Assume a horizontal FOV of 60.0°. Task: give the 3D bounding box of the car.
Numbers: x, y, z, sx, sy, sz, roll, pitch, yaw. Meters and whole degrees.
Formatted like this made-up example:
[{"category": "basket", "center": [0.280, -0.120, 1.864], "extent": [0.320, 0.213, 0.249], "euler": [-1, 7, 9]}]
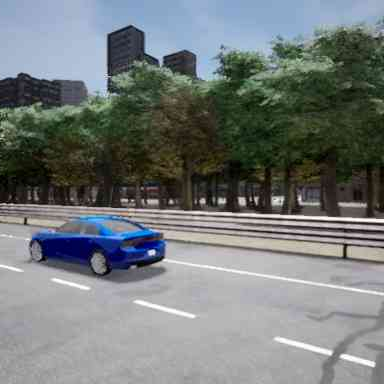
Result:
[{"category": "car", "center": [-3.097, 1.500, 10.379], "extent": [5.008, 1.535, 1.882], "euler": [0, 0, 36]}]
